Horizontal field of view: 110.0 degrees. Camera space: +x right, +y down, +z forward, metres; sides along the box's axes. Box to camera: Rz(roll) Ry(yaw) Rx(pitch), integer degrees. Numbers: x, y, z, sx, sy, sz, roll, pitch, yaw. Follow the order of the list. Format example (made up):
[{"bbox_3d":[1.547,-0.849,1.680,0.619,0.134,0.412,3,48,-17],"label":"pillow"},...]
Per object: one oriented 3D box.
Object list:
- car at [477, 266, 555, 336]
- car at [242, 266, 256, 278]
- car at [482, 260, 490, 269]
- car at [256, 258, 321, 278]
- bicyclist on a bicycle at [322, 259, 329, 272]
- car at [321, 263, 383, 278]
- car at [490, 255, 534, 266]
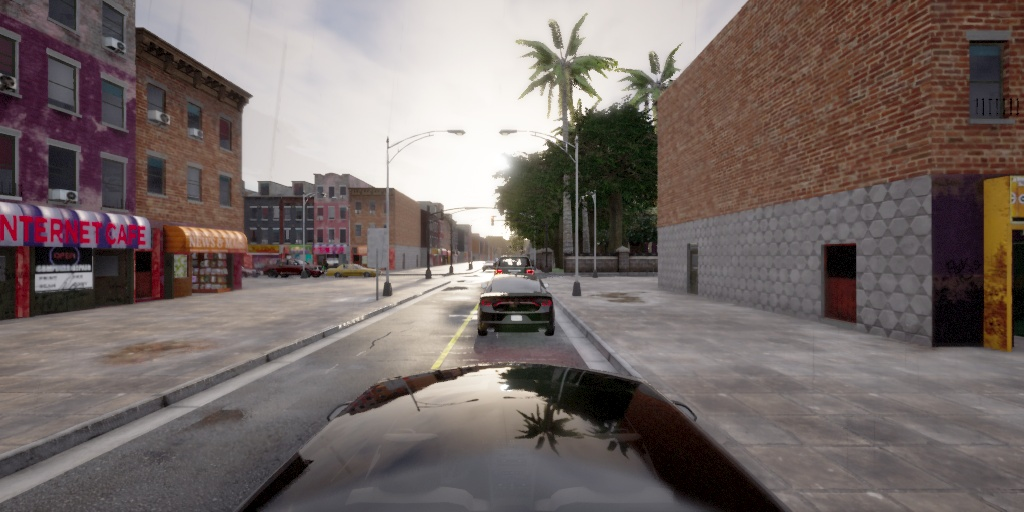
[{"bbox_3d":[0.098,1.230,10.449,1.882,1.535,5.008,0,0,0],"label":"car"},{"bbox_3d":[-25.516,1.409,32.980,4.207,1.307,1.802,0,0,0],"label":"car"},{"bbox_3d":[-2.862,1.316,47.862,1.812,1.442,4.674,0,0,0],"label":"car"},{"bbox_3d":[-20.064,1.127,32.987,5.009,1.841,2.192,0,0,0],"label":"car"},{"bbox_3d":[-20.147,1.124,38.633,0.582,1.620,1.656,0,0,0],"label":"bicyclist on a bicycle"},{"bbox_3d":[-14.443,1.324,32.994,4.829,1.417,1.751,0,0,0],"label":"car"},{"bbox_3d":[0.100,0.980,20.418,2.150,2.045,5.566,0,0,-1],"label":"car"}]
